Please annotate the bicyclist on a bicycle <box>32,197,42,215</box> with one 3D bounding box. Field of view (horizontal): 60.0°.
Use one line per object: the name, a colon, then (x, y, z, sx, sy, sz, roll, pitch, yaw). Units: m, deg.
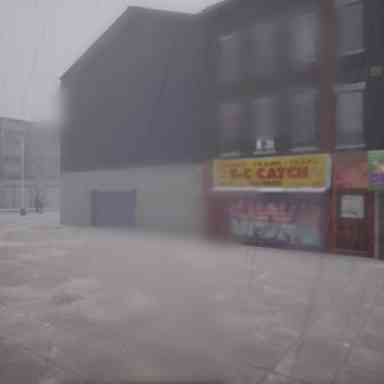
bicyclist on a bicycle: (-14.497, 1.300, 31.159, 1.656, 1.620, 0.582, 0, 0, 35)
